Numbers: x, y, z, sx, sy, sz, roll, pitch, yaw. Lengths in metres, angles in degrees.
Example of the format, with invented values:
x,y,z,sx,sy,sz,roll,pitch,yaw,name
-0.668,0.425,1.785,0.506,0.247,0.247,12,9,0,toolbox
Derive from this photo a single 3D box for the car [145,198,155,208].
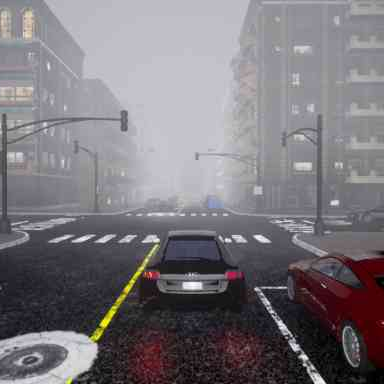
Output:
x,y,z,sx,sy,sz,roll,pitch,yaw,name
-5.801,1.634,48.782,1.802,1.307,4.206,-1,0,0,car

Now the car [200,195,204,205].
x,y,z,sx,sy,sz,roll,pitch,yaw,name
2.762,1.367,48.725,2.192,1.841,5.009,-1,0,0,car

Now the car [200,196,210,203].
x,y,z,sx,sy,sz,roll,pitch,yaw,name
2.741,1.662,70.808,1.887,1.381,4.507,-1,0,0,car

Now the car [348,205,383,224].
x,y,z,sx,sy,sz,roll,pitch,yaw,name
14.628,1.727,26.239,4.181,1.385,1.994,1,0,0,car

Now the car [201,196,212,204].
x,y,z,sx,sy,sz,roll,pitch,yaw,name
2.735,1.539,65.287,1.967,1.590,4.097,-1,0,0,car

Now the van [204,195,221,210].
x,y,z,sx,sy,sz,roll,pitch,yaw,name
2.846,1.382,43.228,1.690,1.788,3.998,-1,0,0,van

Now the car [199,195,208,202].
x,y,z,sx,sy,sz,roll,pitch,yaw,name
2.796,1.597,81.850,1.967,1.590,4.097,-1,0,0,car

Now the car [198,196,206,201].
x,y,z,sx,sy,sz,roll,pitch,yaw,name
2.830,1.769,92.895,1.947,1.339,4.313,-1,0,0,car

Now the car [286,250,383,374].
x,y,z,sx,sy,sz,roll,pitch,yaw,name
2.797,1.582,5.326,1.802,1.307,4.206,0,0,0,car

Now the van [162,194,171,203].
x,y,z,sx,sy,sz,roll,pitch,yaw,name
-5.782,1.478,76.397,1.690,1.788,3.998,-1,0,0,van

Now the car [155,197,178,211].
x,y,z,sx,sy,sz,roll,pitch,yaw,name
-3.066,1.638,40.897,1.895,1.301,4.718,0,0,0,car

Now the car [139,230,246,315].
x,y,z,sx,sy,sz,roll,pitch,yaw,name
0.009,1.564,7.666,1.994,1.385,4.181,0,0,0,car

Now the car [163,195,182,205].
x,y,z,sx,sy,sz,roll,pitch,yaw,name
-3.051,1.604,50.694,2.033,1.411,5.357,0,0,0,car

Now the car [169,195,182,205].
x,y,z,sx,sy,sz,roll,pitch,yaw,name
-3.019,1.436,60.924,2.097,1.767,4.553,0,0,0,car
